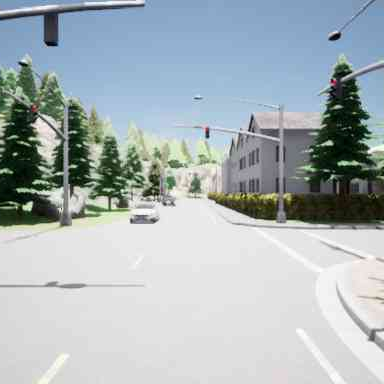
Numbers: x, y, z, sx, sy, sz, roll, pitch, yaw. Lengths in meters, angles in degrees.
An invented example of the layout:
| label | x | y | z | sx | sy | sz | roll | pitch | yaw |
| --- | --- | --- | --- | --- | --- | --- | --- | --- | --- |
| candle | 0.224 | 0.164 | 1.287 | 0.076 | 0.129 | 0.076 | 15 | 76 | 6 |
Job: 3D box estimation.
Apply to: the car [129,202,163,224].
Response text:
| label | x | y | z | sx | sy | sz | roll | pitch | yaw |
| --- | --- | --- | --- | --- | --- | --- | --- | --- | --- |
| car | -3.500 | 1.540 | 25.178 | 1.812 | 1.442 | 4.674 | 0 | 0 | 0 |

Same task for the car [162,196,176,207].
| label | x | y | z | sx | sy | sz | roll | pitch | yaw |
| --- | --- | --- | --- | --- | --- | --- | --- | --- | --- |
| car | -3.503 | 1.451 | 51.367 | 2.128 | 1.511 | 4.902 | 0 | 0 | 0 |
